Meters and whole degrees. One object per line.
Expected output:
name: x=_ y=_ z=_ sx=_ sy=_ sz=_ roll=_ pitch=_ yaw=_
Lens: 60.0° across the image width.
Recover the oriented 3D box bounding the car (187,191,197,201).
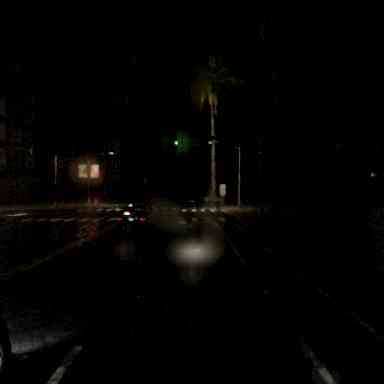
car: x=-0.007 y=0.868 z=75.102 sx=2.150 sy=2.045 sz=5.566 roll=0 pitch=0 yaw=0

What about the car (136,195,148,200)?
car: x=-9.766 y=1.286 z=64.934 sx=1.895 sy=1.301 sz=4.718 roll=0 pitch=0 yaw=0

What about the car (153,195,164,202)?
car: x=-6.514 y=1.232 z=64.950 sx=2.033 sy=1.411 sz=5.357 roll=0 pitch=0 yaw=0

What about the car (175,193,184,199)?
car: x=-3.258 y=0.995 z=85.494 sx=2.033 sy=1.411 sz=5.357 roll=0 pitch=0 yaw=0

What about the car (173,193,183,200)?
car: x=-3.257 y=1.196 z=75.490 sx=1.994 sy=1.385 sz=4.181 roll=0 pitch=0 yaw=0

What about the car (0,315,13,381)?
car: x=-3.151 y=1.550 z=2.306 sx=1.994 sy=1.385 sz=4.181 roll=0 pitch=0 yaw=0

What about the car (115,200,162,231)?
car: x=-3.160 y=1.441 z=19.638 sx=2.033 sy=1.411 sz=5.357 roll=0 pitch=0 yaw=0
